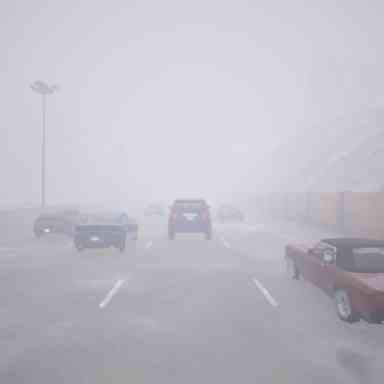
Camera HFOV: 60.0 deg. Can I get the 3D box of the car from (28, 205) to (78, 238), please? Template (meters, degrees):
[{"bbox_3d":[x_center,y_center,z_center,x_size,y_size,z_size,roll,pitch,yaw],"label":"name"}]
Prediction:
[{"bbox_3d":[-7.140,1.643,18.744,1.837,1.490,4.892,0,0,-1],"label":"car"}]

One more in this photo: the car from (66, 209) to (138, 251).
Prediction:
[{"bbox_3d":[-3.581,1.585,14.638,1.882,1.535,5.008,0,0,-1],"label":"car"}]

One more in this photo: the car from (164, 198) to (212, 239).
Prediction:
[{"bbox_3d":[-0.131,1.355,18.272,2.150,2.045,5.566,0,0,-1],"label":"car"}]

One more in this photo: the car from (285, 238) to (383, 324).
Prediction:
[{"bbox_3d":[3.521,1.653,7.208,1.895,1.301,4.718,0,0,-1],"label":"car"}]

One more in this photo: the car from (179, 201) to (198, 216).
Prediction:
[{"bbox_3d":[-0.401,1.741,36.270,1.882,1.535,5.008,0,-1,-1],"label":"car"}]

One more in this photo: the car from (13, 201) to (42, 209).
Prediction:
[{"bbox_3d":[-18.110,1.804,37.907,1.812,1.442,4.674,0,0,-1],"label":"car"}]

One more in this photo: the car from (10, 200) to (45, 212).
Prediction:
[{"bbox_3d":[-21.681,1.872,44.214,2.033,1.411,5.357,0,0,0],"label":"car"}]

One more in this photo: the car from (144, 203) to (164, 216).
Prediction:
[{"bbox_3d":[-3.888,1.821,35.345,1.994,1.385,4.181,0,0,-1],"label":"car"}]

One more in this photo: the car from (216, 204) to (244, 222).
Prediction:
[{"bbox_3d":[3.212,1.755,28.702,2.033,1.411,5.357,0,0,-1],"label":"car"}]
